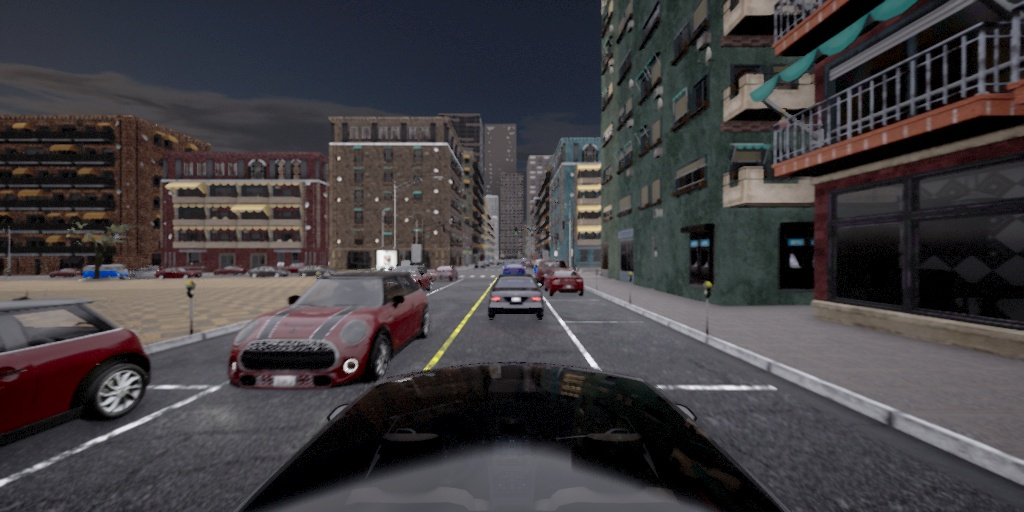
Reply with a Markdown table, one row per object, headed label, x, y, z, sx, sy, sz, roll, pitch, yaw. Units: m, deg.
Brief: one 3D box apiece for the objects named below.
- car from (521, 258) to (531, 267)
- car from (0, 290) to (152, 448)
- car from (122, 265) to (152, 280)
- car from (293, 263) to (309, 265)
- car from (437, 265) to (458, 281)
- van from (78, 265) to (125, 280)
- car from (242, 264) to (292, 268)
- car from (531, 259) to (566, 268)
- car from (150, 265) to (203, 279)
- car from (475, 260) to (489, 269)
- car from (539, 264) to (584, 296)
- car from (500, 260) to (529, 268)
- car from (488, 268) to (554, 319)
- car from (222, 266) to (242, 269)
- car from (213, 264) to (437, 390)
| label | x | y | z | sx | sy | sz | roll | pitch | yaw |
| --- | --- | --- | --- | --- | --- | --- | --- | --- | --- |
| car | 2.854 | 1.528 | 62.909 | 1.802 | 1.307 | 4.207 | 0 | 0 | 0 |
| car | -5.691 | 1.193 | 2.902 | 1.967 | 1.591 | 4.097 | 0 | 0 | 0 |
| car | -44.162 | 2.118 | 44.021 | 4.718 | 1.301 | 1.895 | -1 | 0 | 0 |
| car | -22.287 | 1.760 | 41.353 | 4.403 | 1.370 | 2.007 | 0 | 0 | 0 |
| car | -5.616 | 1.419 | 30.540 | 1.802 | 1.307 | 4.207 | 0 | 0 | 0 |
| van | -46.746 | 1.908 | 41.345 | 3.998 | 1.789 | 1.690 | 0 | 0 | 0 |
| car | -27.857 | 1.842 | 41.328 | 4.403 | 1.370 | 2.007 | 0 | 0 | 0 |
| car | 2.750 | 1.134 | 24.988 | 2.192 | 1.841 | 5.009 | 0 | 0 | 0 |
| car | -38.286 | 1.989 | 41.327 | 4.507 | 1.381 | 1.888 | 0 | 0 | 0 |
| car | -5.527 | 1.512 | 62.944 | 1.948 | 1.339 | 4.313 | 0 | 0 | 0 |
| car | 2.735 | 1.347 | 19.460 | 1.888 | 1.381 | 4.507 | 0 | 0 | 0 |
| car | 0.178 | 1.316 | 30.841 | 1.882 | 1.535 | 5.008 | 0 | 0 | 0 |
| car | 0.127 | 1.330 | 13.019 | 2.033 | 1.411 | 5.357 | 0 | 0 | 0 |
| car | -39.034 | 1.998 | 49.867 | 4.207 | 1.307 | 1.802 | 0 | 0 | 0 |
| car | -3.088 | 1.117 | 7.125 | 2.097 | 1.767 | 4.553 | 0 | 0 | 0 |
